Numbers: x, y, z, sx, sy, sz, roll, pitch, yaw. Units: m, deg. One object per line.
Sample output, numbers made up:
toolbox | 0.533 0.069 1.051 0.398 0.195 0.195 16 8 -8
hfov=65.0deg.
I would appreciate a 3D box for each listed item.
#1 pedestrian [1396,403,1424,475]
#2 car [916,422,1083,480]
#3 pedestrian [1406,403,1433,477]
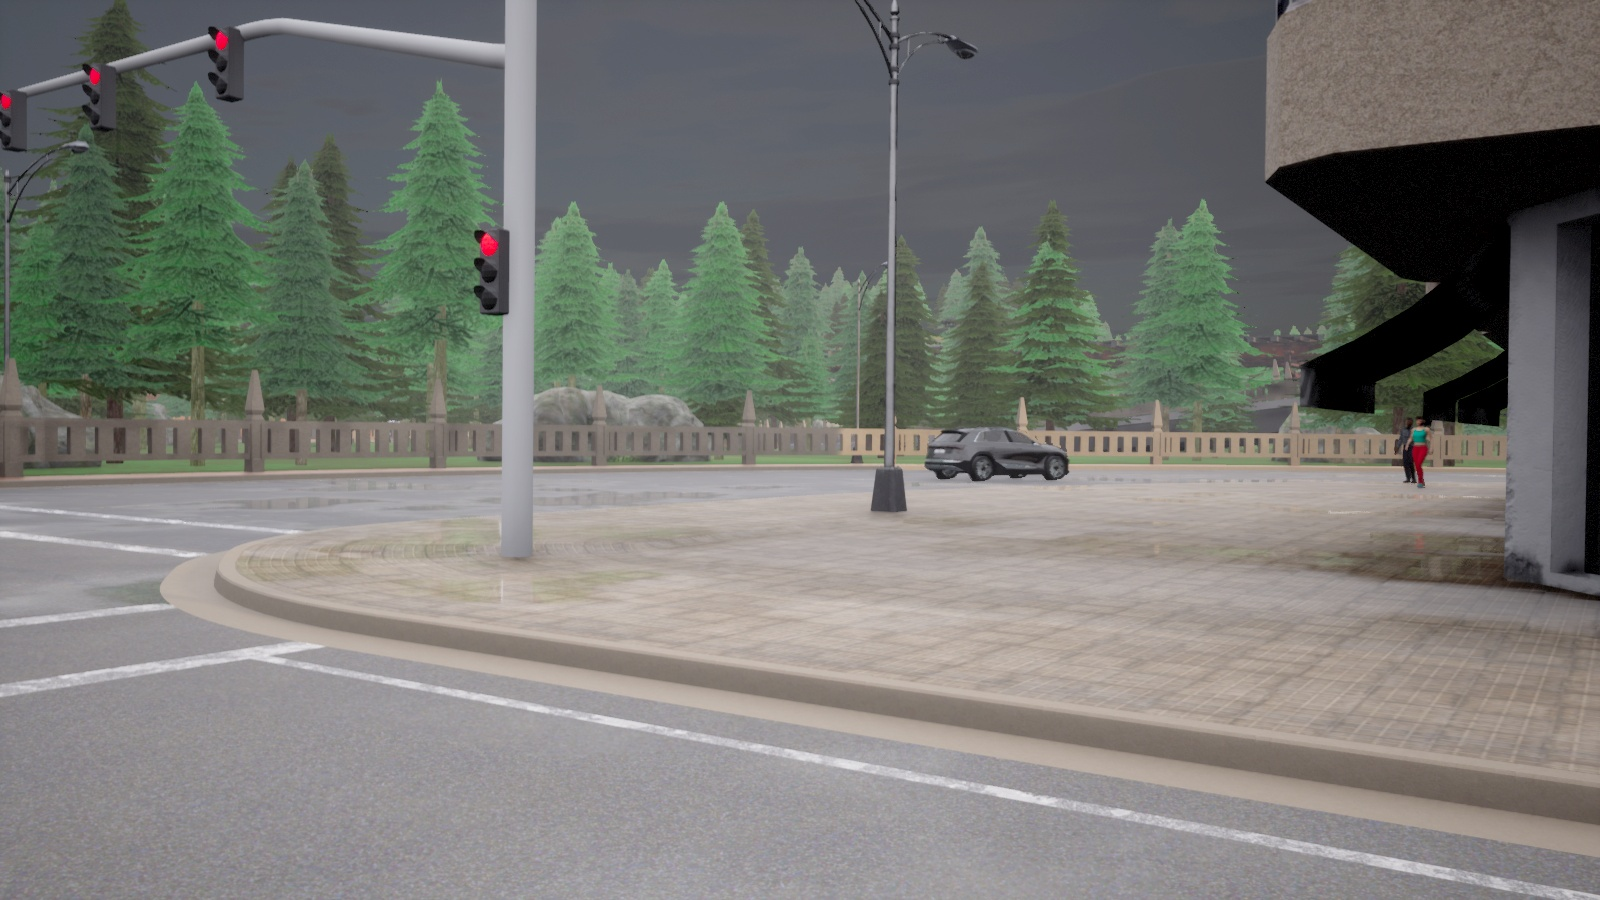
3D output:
pedestrian | 16.792 -0.309 34.578 0.788 1.949 0.423 -1 1 -41
car | 6.097 0.006 38.216 4.856 1.649 2.033 -1 1 -32
pedestrian | 15.465 -0.245 31.335 0.594 1.836 0.345 -1 1 -32
